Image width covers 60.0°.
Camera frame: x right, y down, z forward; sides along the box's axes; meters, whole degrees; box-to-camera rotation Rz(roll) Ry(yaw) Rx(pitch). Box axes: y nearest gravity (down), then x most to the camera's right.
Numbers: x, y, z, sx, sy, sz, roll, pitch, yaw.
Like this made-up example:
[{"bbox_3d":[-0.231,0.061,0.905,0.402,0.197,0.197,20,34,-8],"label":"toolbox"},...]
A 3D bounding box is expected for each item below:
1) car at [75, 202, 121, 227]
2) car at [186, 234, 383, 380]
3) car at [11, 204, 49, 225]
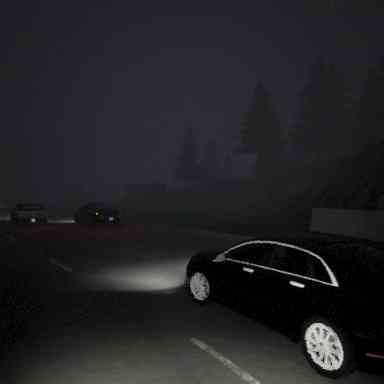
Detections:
[{"bbox_3d":[-6.095,1.380,21.419,1.812,1.442,4.674,0,0,-36],"label":"car"},{"bbox_3d":[1.663,1.472,5.654,1.837,1.490,4.892,2,-1,-30],"label":"car"},{"bbox_3d":[-11.069,1.439,22.532,1.895,1.301,4.718,0,0,-33],"label":"car"}]
